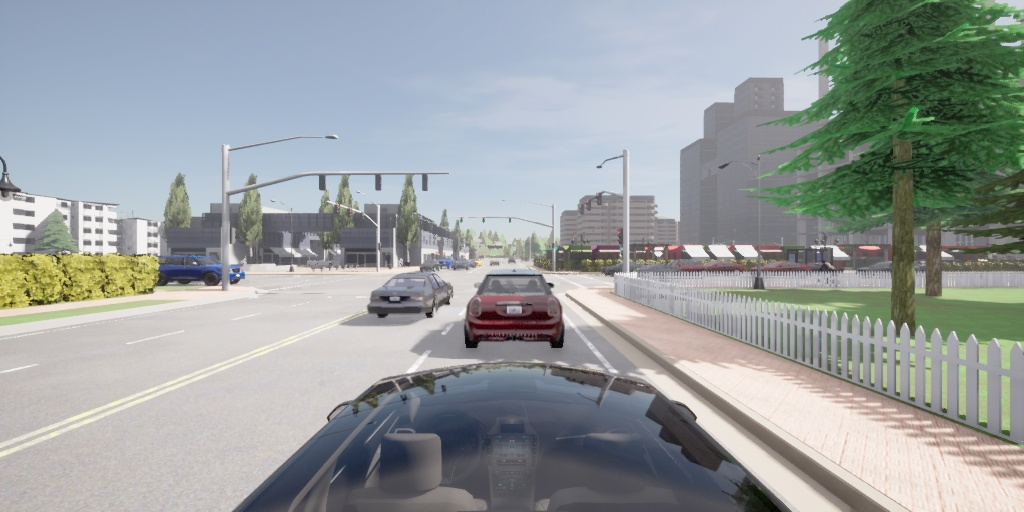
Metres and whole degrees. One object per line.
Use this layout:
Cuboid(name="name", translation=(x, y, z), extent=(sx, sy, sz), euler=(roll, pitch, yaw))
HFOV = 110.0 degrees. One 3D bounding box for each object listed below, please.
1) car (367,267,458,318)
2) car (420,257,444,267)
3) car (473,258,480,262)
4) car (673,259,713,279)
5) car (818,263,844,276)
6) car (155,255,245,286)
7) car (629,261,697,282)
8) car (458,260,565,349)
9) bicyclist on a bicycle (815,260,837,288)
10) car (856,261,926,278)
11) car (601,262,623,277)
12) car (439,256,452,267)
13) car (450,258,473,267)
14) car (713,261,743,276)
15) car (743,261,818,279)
Cuboid(name="car", translation=(-3.420, 1.298, 13.029), extent=(2.033, 1.411, 5.357), euler=(0, 0, 0))
Cuboid(name="car", translation=(-10.609, 1.255, 46.508), extent=(1.837, 1.490, 4.892), euler=(0, 0, 0))
Cuboid(name="car", translation=(-7.093, 1.297, 60.328), extent=(2.033, 1.411, 5.357), euler=(0, 0, 0))
Cuboid(name="car", translation=(15.074, 1.102, 32.329), extent=(4.553, 1.767, 2.097), euler=(0, 0, -1))
Cuboid(name="car", translation=(30.449, 1.351, 36.217), extent=(4.718, 1.301, 1.895), euler=(0, 0, -1))
Cuboid(name="car", translation=(-21.462, 0.971, 24.363), extent=(5.566, 2.045, 2.150), euler=(0, 0, -2))
Cuboid(name="car", translation=(11.922, 1.314, 28.559), extent=(4.181, 1.385, 1.994), euler=(0, 0, -1))
Cuboid(name="car", translation=(0.063, 1.101, 9.317), extent=(2.097, 1.767, 4.553), euler=(0, 0, 0))
Cuboid(name="bicyclist on a bicycle", translation=(18.788, 1.052, 21.438), extent=(0.582, 1.620, 1.656), euler=(0, 0, -1))
Cuboid(name="car", translation=(34.349, 1.255, 32.806), extent=(4.892, 1.490, 1.837), euler=(0, 0, -1))
Cuboid(name="car", translation=(11.225, 1.276, 35.716), extent=(4.674, 1.442, 1.812), euler=(0, 0, -1))
Cuboid(name="car", translation=(-10.602, 0.972, 56.369), extent=(2.150, 2.045, 5.566), euler=(0, 0, 0))
Cuboid(name="car", translation=(-7.108, 1.314, 51.085), extent=(1.994, 1.385, 4.181), euler=(0, 0, 0))
Cuboid(name="car", translation=(20.550, 1.228, 35.971), extent=(5.008, 1.535, 1.882), euler=(0, 0, -1))
Cuboid(name="car", translation=(24.287, 1.228, 32.561), extent=(5.008, 1.535, 1.882), euler=(0, 0, -1))
